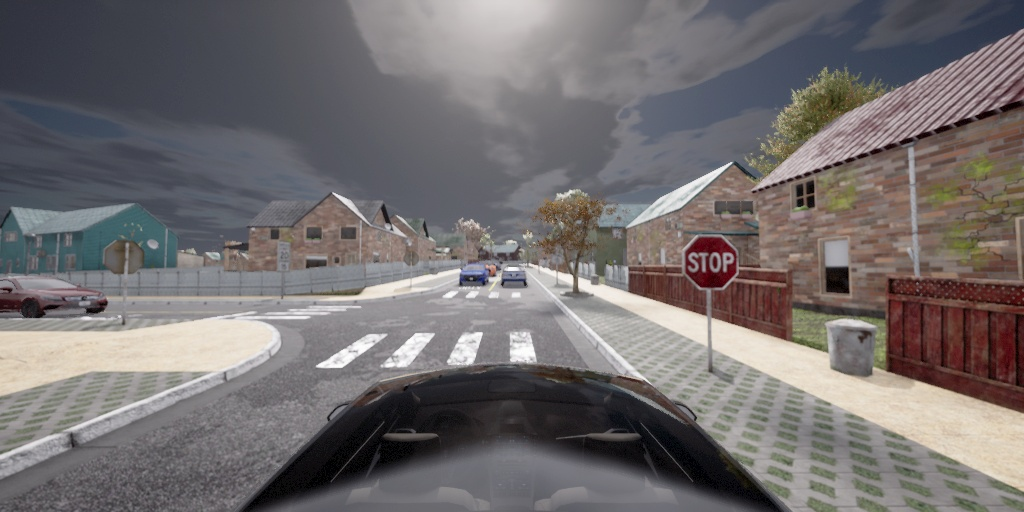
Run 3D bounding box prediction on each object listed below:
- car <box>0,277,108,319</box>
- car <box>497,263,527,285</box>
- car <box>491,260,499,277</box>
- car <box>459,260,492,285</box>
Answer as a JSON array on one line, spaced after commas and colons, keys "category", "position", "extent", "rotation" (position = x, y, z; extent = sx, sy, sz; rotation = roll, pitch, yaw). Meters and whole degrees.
[{"category": "car", "position": [-17.556, 1.474, 13.122], "extent": [4.674, 1.442, 1.812], "rotation": [-1, -3, 8]}, {"category": "car", "position": [0.143, 1.393, 27.313], "extent": [2.033, 1.411, 5.357], "rotation": [0, 0, 0]}, {"category": "car", "position": [-2.776, 1.250, 37.818], "extent": [2.097, 1.767, 4.553], "rotation": [0, 0, 0]}, {"category": "car", "position": [-2.800, 1.323, 27.173], "extent": [1.882, 1.535, 5.008], "rotation": [0, 0, 0]}]
